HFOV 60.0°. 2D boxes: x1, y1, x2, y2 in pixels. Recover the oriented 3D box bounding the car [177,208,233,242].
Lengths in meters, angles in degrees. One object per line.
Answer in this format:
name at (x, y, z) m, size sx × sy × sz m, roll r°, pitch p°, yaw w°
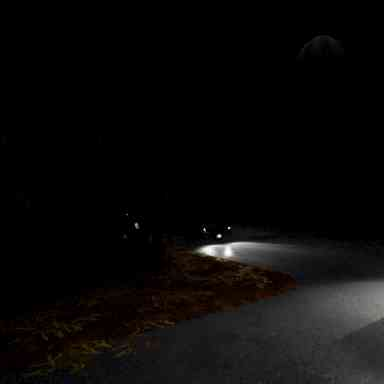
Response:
car at (-0.427, 1.472, 16.166) m, size 2.033 × 1.411 × 5.357 m, roll 1°, pitch 0°, yaw -37°
